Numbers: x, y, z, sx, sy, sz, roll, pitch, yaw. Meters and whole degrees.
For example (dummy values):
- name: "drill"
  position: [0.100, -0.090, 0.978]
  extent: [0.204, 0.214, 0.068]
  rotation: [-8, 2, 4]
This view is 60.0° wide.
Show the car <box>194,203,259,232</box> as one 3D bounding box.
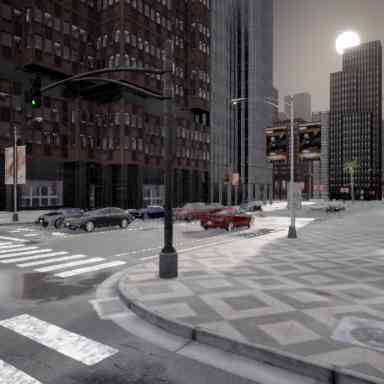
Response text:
- name: "car"
  position: [2.521, 1.803, 22.845]
  extent: [1.882, 1.535, 5.008]
  rotation: [0, -1, 35]

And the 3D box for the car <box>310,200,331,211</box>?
- name: "car"
  position: [21.084, 2.466, 54.761]
  extent: [1.895, 1.301, 4.718]
  rotation: [0, -1, 35]

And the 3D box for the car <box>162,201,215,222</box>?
- name: "car"
  position: [-0.210, 1.738, 30.585]
  extent: [2.097, 1.767, 4.553]
  rotation: [0, -1, 35]

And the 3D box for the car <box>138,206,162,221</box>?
- name: "car"
  position: [-3.879, 1.958, 31.037]
  extent: [1.895, 1.301, 4.718]
  rotation: [0, -1, 35]

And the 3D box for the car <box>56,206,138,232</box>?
- name: "car"
  position: [-6.158, 1.742, 22.173]
  extent: [1.837, 1.490, 4.892]
  rotation: [0, -1, 35]

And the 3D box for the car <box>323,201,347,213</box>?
- name: "car"
  position: [21.710, 2.417, 50.014]
  extent: [1.895, 1.301, 4.718]
  rotation: [0, -1, 35]

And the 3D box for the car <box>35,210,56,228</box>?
- name: "car"
  position: [-8.928, 1.794, 23.882]
  extent: [1.994, 1.385, 4.181]
  rotation: [0, -1, 35]

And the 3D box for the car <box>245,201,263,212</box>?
- name: "car"
  position: [8.517, 2.024, 48.473]
  extent: [2.097, 1.767, 4.553]
  rotation: [0, -1, 37]
